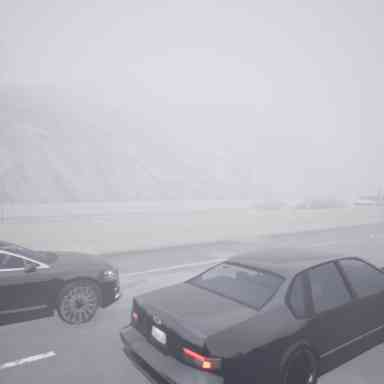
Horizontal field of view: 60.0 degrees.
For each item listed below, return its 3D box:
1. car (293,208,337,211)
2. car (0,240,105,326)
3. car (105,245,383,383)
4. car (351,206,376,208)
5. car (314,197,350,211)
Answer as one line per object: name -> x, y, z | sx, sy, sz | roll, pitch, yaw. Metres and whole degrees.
car -> 12.463, 1.358, 34.352 | 4.553, 1.767, 2.097 | 0, 0, -35
car -> -3.616, 1.492, 5.466 | 4.902, 1.511, 2.128 | 0, 0, -35
car -> 1.694, 1.548, 4.953 | 5.357, 1.411, 2.033 | 0, 0, -35
car -> 18.801, 1.227, 34.573 | 5.566, 2.045, 2.150 | 0, 0, -35
car -> 17.903, 1.485, 42.517 | 5.008, 1.535, 1.882 | 0, 0, -35
